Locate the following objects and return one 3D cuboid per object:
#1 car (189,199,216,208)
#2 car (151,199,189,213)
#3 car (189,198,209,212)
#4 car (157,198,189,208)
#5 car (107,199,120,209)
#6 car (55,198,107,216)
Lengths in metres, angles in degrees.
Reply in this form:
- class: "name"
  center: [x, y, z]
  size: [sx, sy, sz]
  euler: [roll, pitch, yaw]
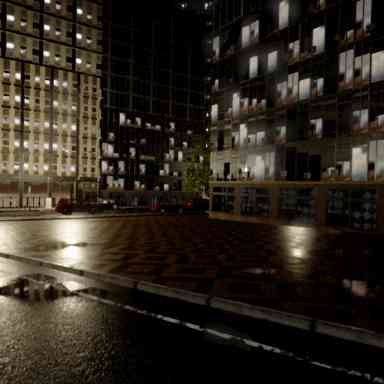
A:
- class: "car"
  center: [1.803, 1.866, 56.112]
  size: [4.313, 1.339, 1.947]
  euler: [1, 1, -34]
- class: "car"
  center: [-3.132, 1.960, 43.216]
  size: [4.507, 1.381, 1.887]
  euler: [1, 1, -34]
- class: "car"
  center: [1.558, 1.776, 46.404]
  size: [5.009, 1.841, 2.192]
  euler: [1, 1, -34]
- class: "car"
  center: [-3.022, 1.778, 52.823]
  size: [4.829, 1.417, 1.752]
  euler: [1, 1, -34]
- class: "car"
  center: [-12.251, 1.713, 46.535]
  size: [4.403, 1.369, 2.008]
  euler: [1, 1, -34]
- class: "car"
  center: [-12.496, 1.639, 36.827]
  size: [5.009, 1.841, 2.192]
  euler: [1, 1, -34]
